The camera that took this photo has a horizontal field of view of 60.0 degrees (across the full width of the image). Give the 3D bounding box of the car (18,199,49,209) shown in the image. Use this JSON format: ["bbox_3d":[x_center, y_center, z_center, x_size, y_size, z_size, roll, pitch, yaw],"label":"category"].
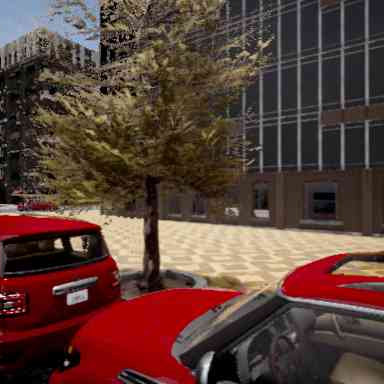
[{"bbox_3d":[-17.382,1.458,37.574,1.967,1.590,4.097,-1,-2,35],"label":"car"}]

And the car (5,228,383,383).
[{"bbox_3d":[1.266,1.315,1.984,5.009,1.841,2.192,1,0,35],"label":"car"}]

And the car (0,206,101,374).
[{"bbox_3d":[-3.260,1.270,5.211,5.009,1.841,2.192,1,0,36],"label":"car"}]
